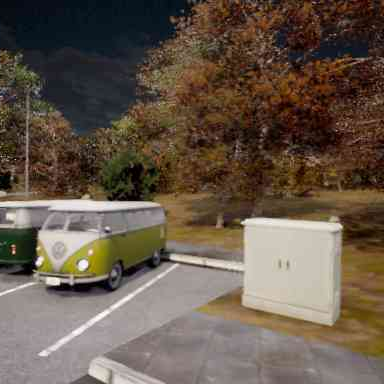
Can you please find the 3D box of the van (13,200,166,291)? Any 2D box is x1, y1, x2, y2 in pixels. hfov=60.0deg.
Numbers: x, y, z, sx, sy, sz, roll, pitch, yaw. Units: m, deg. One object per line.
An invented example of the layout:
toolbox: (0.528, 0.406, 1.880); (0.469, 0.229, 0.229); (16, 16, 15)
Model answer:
van: (-2.205, 1.254, 8.877); (1.878, 1.987, 4.442); (1, -1, 16)

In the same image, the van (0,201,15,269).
van: (-4.547, 1.256, 10.816); (1.878, 1.987, 4.442); (0, -1, 16)
